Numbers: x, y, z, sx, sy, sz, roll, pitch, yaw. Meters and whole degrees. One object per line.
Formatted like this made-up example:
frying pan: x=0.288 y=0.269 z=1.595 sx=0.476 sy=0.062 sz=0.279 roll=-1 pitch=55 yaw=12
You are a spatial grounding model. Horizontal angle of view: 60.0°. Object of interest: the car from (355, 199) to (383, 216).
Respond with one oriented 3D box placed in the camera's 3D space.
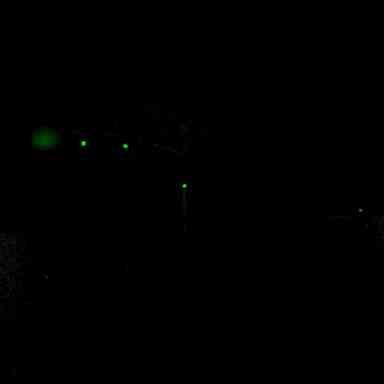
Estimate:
car: x=17.802 y=1.429 z=32.089 sx=4.902 sy=1.511 sz=2.128 roll=0 pitch=0 yaw=-29
